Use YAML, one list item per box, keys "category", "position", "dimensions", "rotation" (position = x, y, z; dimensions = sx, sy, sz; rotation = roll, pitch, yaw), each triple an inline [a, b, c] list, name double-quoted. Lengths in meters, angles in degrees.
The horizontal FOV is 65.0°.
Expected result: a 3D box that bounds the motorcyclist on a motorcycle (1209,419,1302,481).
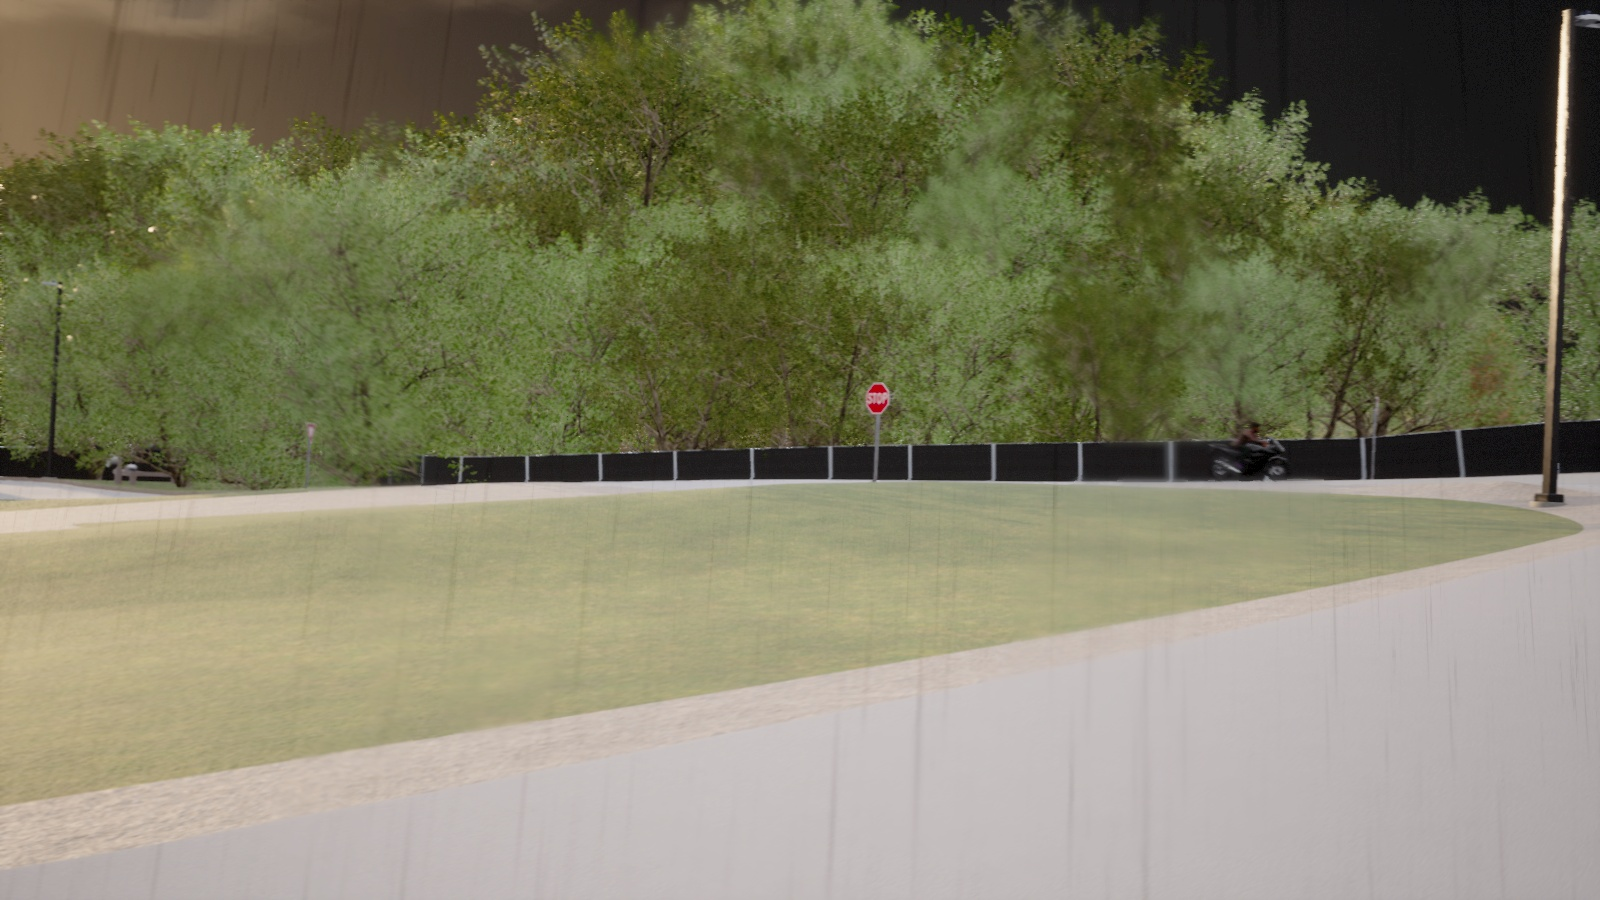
- category: "motorcyclist on a motorcycle"
  position: [11.369, 0.013, 31.397]
  dimensions: [2.044, 1.523, 0.797]
  rotation: [-1, -1, 35]
